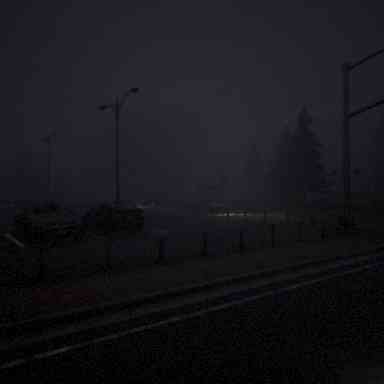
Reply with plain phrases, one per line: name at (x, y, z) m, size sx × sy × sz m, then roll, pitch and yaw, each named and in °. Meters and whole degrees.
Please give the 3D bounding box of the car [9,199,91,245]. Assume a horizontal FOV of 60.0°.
car at (-6.593, 1.303, 15.059) m, size 2.152 × 1.636 × 5.027 m, roll -1°, pitch 0°, yaw -36°

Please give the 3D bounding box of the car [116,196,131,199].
car at (-10.022, 1.363, 48.949) m, size 1.837 × 1.490 × 4.892 m, roll -1°, pitch 0°, yaw -36°

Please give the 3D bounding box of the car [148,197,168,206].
car at (-5.565, 1.400, 48.840) m, size 1.895 × 1.301 × 4.718 m, roll -1°, pitch 0°, yaw -36°

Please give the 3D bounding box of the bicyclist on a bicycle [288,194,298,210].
bicyclist on a bicycle at (10.259, 1.065, 33.864) m, size 1.656 × 1.620 × 0.582 m, roll -1°, pitch 1°, yaw -36°

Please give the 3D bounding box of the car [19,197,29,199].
car at (-19.322, 1.320, 38.043) m, size 1.845 × 1.501 × 3.633 m, roll -1°, pitch 0°, yaw -36°

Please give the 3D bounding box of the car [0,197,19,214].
car at (-17.396, 1.356, 30.281) m, size 1.970 × 1.475 × 3.806 m, roll -1°, pitch 0°, yaw -36°

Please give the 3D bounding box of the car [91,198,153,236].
car at (-4.080, 1.285, 16.937) m, size 2.007 × 1.523 × 4.514 m, roll -1°, pitch 0°, yaw -36°

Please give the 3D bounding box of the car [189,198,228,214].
car at (1.552, 1.353, 33.102) m, size 1.812 × 1.442 × 4.674 m, roll -1°, pitch 0°, yaw -37°
